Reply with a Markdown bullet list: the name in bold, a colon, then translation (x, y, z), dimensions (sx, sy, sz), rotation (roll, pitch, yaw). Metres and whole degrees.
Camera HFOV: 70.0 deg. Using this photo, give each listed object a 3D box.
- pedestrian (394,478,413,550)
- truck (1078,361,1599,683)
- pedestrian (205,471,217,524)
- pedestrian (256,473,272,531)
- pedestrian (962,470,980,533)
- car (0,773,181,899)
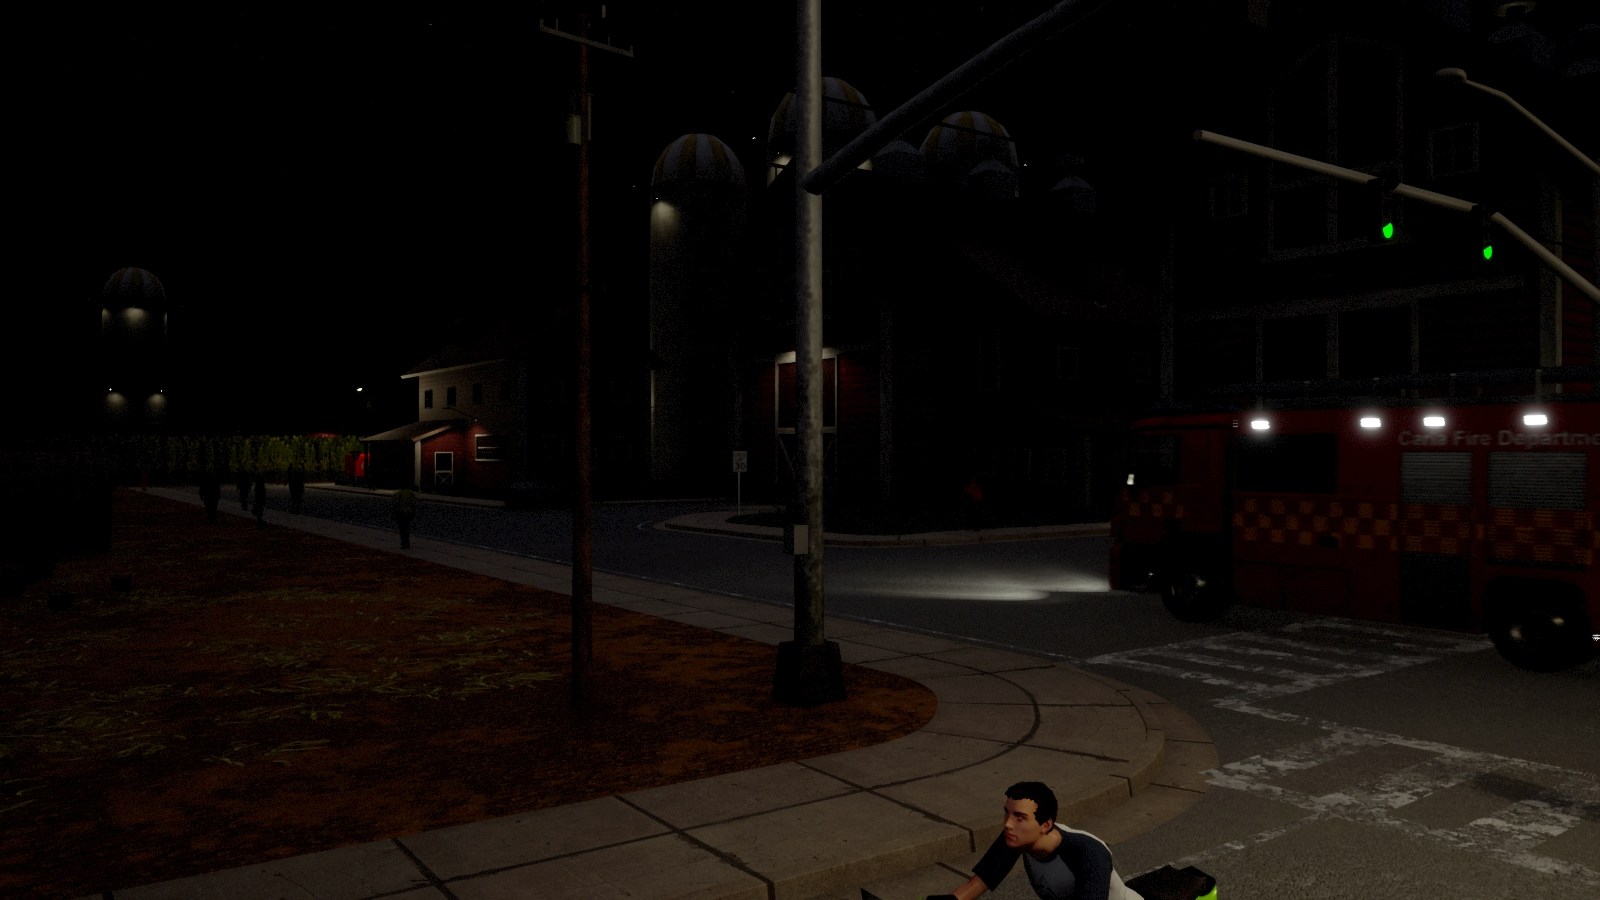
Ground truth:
- **pedestrian**: translation (-10.349, 1.665, 29.826), dimensions (0.375, 1.860, 0.375), rotation (0, 0, -33)
- **truck**: translation (8.524, 0.855, 17.391), dimensions (2.891, 3.827, 8.468), rotation (0, 0, -36)
- **pedestrian**: translation (-20.786, 1.666, 40.322), dimensions (0.375, 1.860, 0.375), rotation (0, 0, -25)
- **pedestrian**: translation (-17.343, 1.666, 36.980), dimensions (0.375, 1.860, 0.375), rotation (0, 0, -41)
- **pedestrian**: translation (5.145, 1.536, 34.327), dimensions (0.375, 1.860, 0.375), rotation (0, 0, -30)
- **car**: translation (-3.384, 1.906, 1.453), dimensions (4.553, 1.767, 2.097), rotation (0, 0, -35)
